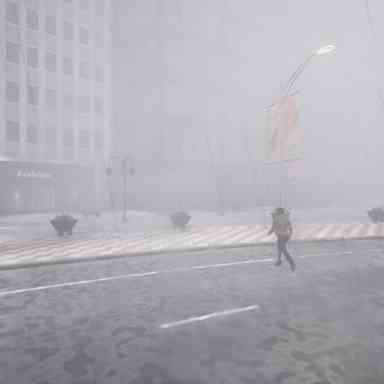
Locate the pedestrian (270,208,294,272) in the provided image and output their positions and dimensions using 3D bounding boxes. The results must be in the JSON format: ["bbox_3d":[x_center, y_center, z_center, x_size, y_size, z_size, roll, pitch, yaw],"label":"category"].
[{"bbox_3d":[2.628,1.294,9.682,0.375,1.860,0.375,0,0,-24],"label":"pedestrian"}]
